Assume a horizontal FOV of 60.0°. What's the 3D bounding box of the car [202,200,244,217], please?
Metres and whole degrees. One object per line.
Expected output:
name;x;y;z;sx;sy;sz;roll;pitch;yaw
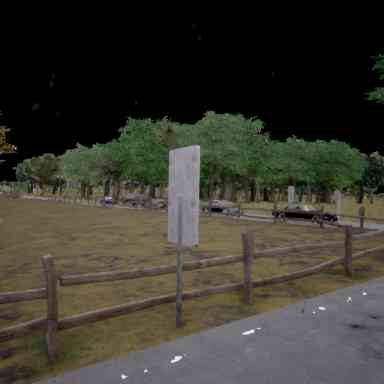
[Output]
car;2.897;1.505;32.057;2.128;1.511;4.902;2;-1;-36

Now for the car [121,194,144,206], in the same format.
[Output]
car;-9.637;1.300;54.656;2.150;2.045;5.566;2;-1;-36

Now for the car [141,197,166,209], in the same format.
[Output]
car;-4.222;1.573;42.024;1.994;1.385;4.181;2;-1;-37

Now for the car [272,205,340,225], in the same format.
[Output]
car;8.291;1.618;24.510;1.895;1.301;4.718;2;-1;-36

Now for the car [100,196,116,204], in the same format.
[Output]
car;-16.051;1.577;63.596;1.812;1.442;4.674;2;-1;-35
